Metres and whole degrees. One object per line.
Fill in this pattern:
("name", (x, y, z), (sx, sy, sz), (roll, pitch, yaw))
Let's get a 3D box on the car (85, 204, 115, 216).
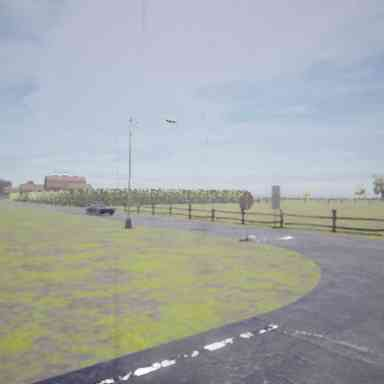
("car", (-10.242, 1.970, 36.988), (1.895, 1.301, 4.718), (2, -2, -36))
